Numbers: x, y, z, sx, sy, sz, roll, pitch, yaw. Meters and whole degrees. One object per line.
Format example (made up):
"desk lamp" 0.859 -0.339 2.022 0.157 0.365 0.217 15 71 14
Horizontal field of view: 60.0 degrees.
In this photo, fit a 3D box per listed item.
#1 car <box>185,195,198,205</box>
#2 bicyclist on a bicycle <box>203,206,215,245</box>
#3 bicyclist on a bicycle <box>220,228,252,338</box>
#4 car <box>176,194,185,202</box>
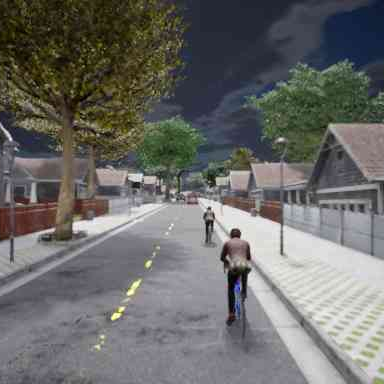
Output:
"car" 0.148 1.684 63.460 1.994 1.385 4.181 0 0 0
"bicyclist on a bicycle" 0.773 1.469 14.693 0.582 1.620 1.656 0 0 0
"bicyclist on a bicycle" 0.765 1.458 5.677 0.582 1.620 1.656 0 0 0
"car" -2.681 1.395 81.630 2.150 2.045 5.566 0 0 0
